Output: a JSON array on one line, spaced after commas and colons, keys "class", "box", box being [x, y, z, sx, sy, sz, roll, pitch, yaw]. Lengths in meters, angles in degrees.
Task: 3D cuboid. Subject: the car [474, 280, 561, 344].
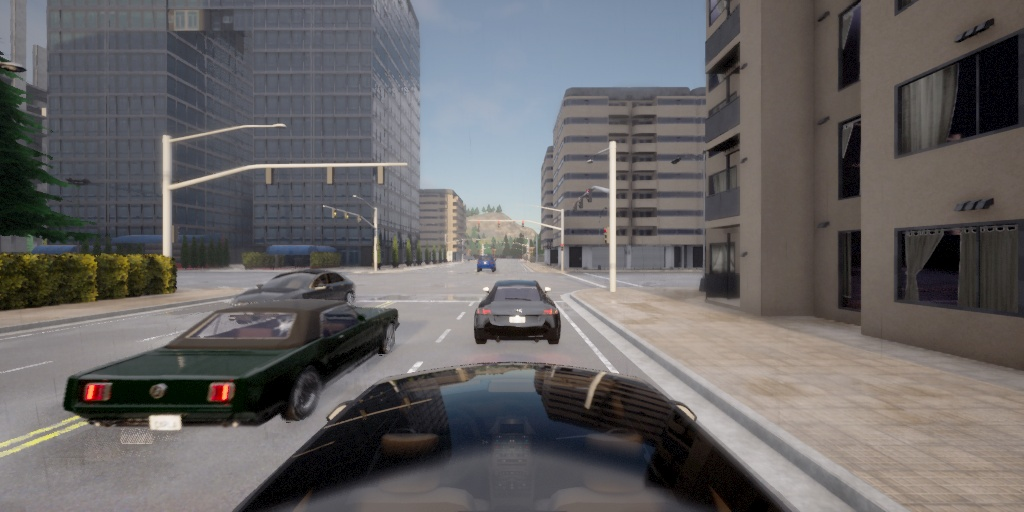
[{"class": "car", "box": [0.132, 1.314, 9.571, 1.994, 1.385, 4.181, 0, 0, 1]}]

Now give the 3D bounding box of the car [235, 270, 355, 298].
[{"class": "car", "box": [-6.961, 1.256, 11.991, 1.837, 1.490, 4.892, 0, 0, 0]}]

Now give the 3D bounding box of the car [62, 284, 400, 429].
[{"class": "car", "box": [-3.387, 1.351, 5.747, 1.895, 1.301, 4.718, 0, 0, 0]}]

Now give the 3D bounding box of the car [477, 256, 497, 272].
[{"class": "car", "box": [-3.200, 0.971, 45.779, 2.150, 2.045, 5.566, 0, 0, 0]}]
